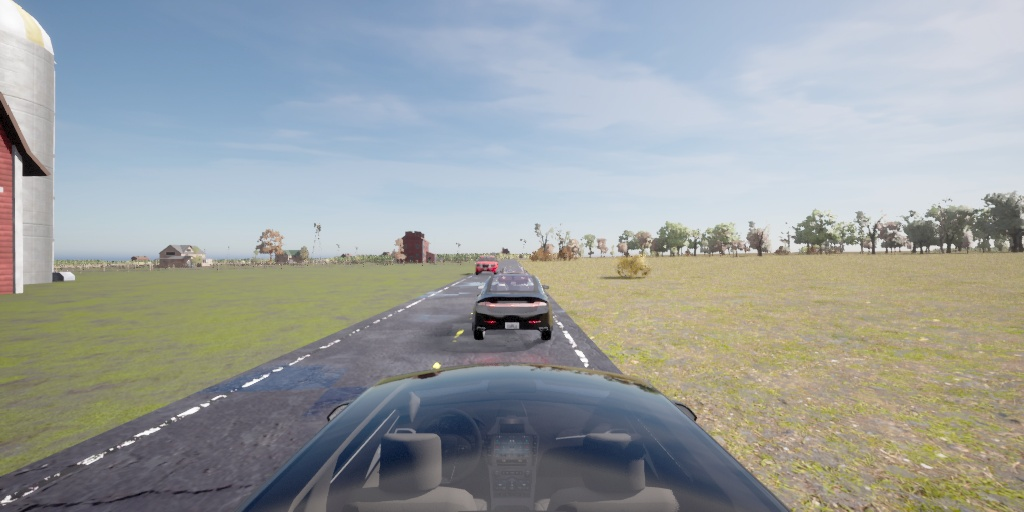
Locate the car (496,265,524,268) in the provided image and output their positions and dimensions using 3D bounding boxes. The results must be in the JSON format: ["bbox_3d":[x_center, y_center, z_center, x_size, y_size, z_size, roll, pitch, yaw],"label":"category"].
[{"bbox_3d":[0.105,1.357,24.154,1.895,1.301,4.718,0,0,1],"label":"car"}]

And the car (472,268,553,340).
[{"bbox_3d":[0.030,1.243,9.920,2.128,1.511,4.902,0,0,1],"label":"car"}]

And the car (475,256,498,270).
[{"bbox_3d":[-2.658,0.982,38.643,2.150,2.045,5.566,1,0,0],"label":"car"}]
